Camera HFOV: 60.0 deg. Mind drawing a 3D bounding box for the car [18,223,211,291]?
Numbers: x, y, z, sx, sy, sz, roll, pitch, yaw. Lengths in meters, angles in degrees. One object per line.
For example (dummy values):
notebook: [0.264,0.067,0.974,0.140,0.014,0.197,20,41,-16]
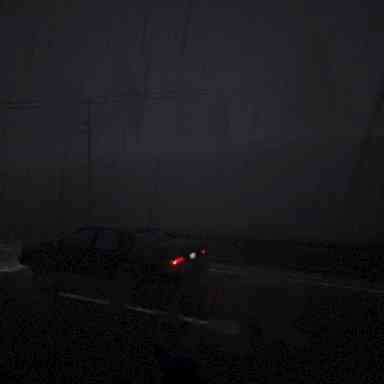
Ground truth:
car: [-2.204,1.557,8.944,5.357,1.411,2.033,0,0,27]
